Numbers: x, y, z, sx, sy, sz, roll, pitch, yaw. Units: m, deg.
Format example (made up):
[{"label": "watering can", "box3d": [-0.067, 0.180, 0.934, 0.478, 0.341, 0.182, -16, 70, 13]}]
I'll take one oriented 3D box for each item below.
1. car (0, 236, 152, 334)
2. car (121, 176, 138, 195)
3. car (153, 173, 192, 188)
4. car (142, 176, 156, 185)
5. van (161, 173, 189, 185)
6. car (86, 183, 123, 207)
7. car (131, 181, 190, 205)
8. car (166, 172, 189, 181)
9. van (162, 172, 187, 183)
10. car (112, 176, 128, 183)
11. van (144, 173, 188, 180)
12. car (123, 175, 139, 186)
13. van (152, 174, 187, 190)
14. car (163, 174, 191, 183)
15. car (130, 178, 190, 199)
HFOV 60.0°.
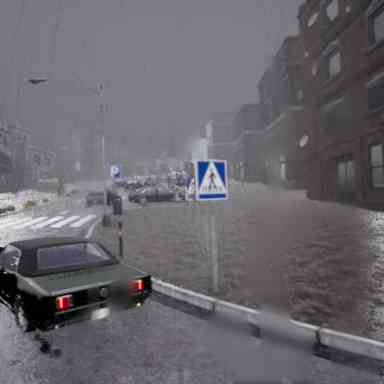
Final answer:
[{"label": "car", "box3d": [-2.905, 1.562, 6.726, 1.895, 1.301, 4.718, 0, 0, -43]}, {"label": "car", "box3d": [-7.925, -0.940, 45.377, 1.882, 1.535, 5.008, -2, 4, 0]}, {"label": "car", "box3d": [-3.062, -1.879, 51.889, 5.566, 2.045, 2.435, -3, 4, -20]}, {"label": "car", "box3d": [-8.097, -2.171, 62.619, 1.994, 1.385, 4.181, -2, 4, 0]}, {"label": "van", "box3d": [-3.033, -2.322, 57.995, 4.442, 1.987, 1.878, -3, 4, -20]}, {"label": "car", "box3d": [-7.686, 0.354, 28.588, 2.128, 1.511, 4.902, -2, 5, -1]}, {"label": "car", "box3d": [-2.890, 0.038, 30.640, 4.674, 1.452, 2.002, -3, 5, -20]}, {"label": "car", "box3d": [-3.246, -3.376, 73.159, 4.553, 1.767, 2.185, -3, 5, -20]}, {"label": "van", "box3d": [-3.301, -2.774, 63.979, 4.442, 1.987, 1.878, -3, 5, -20]}, {"label": "car", "box3d": [-11.334, -1.338, 52.334, 1.882, 1.535, 5.008, -2, 4, 0]}, {"label": "van", "box3d": [-2.844, -0.698, 36.736, 4.442, 1.987, 1.878, -3, 4, -20]}, {"label": "car", "box3d": [-11.430, -2.260, 62.745, 2.097, 1.767, 4.553, -2, 4, 0]}, {"label": "van", "box3d": [-3.141, -1.381, 45.759, 4.442, 1.987, 1.878, -3, 5, -20]}, {"label": "car", "box3d": [-3.040, -2.800, 67.149, 5.366, 1.575, 1.946, -3, 4, -20]}, {"label": "car", "box3d": [-3.093, -0.228, 33.608, 5.366, 1.575, 1.946, -3, 5, -20]}]
